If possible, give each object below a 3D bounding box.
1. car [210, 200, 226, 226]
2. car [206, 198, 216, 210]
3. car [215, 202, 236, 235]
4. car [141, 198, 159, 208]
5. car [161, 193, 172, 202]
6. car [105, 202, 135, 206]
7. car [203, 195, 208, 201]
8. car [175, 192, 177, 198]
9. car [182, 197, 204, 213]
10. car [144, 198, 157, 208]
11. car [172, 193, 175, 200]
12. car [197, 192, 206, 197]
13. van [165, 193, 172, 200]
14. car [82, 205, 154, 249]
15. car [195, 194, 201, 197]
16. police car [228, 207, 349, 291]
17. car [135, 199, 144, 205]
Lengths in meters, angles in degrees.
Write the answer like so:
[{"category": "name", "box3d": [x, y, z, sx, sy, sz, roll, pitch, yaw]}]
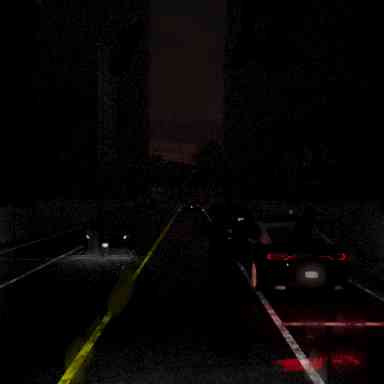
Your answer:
[{"category": "car", "box3d": [2.698, 1.549, 25.715, 1.947, 1.339, 4.313, -1, 0, 0]}, {"category": "car", "box3d": [2.687, 1.528, 30.917, 2.008, 1.369, 4.403, -1, 0, 0]}, {"category": "car", "box3d": [2.709, 1.555, 20.512, 1.947, 1.339, 4.313, -1, 0, 0]}, {"category": "car", "box3d": [-5.871, 1.514, 46.510, 1.947, 1.339, 4.313, -1, 0, 0]}, {"category": "car", "box3d": [-5.927, 1.455, 73.480, 1.802, 1.307, 4.206, -1, 0, 0]}, {"category": "car", "box3d": [-5.826, 1.529, 24.998, 1.887, 1.381, 4.507, -1, 0, 0]}, {"category": "car", "box3d": [2.665, 1.485, 41.493, 1.752, 1.417, 4.829, -1, 0, 0]}, {"category": "car", "box3d": [-5.966, 1.123, 90.519, 2.192, 1.841, 5.009, -1, 0, 0]}, {"category": "car", "box3d": [-0.015, 1.532, 36.514, 1.994, 1.385, 4.181, 0, 0, 1]}, {"category": "car", "box3d": [-5.860, 1.511, 41.131, 2.008, 1.369, 4.403, -1, 0, 0]}, {"category": "car", "box3d": [-5.942, 1.168, 79.159, 2.192, 1.841, 5.009, -1, 0, 0]}, {"category": "car", "box3d": [2.597, 1.398, 73.676, 1.752, 1.417, 4.829, -1, 0, 0]}, {"category": "van", "box3d": [-5.954, 1.172, 84.840, 1.690, 1.788, 3.998, -1, 0, 0]}, {"category": "car", "box3d": [-3.132, 1.540, 14.693, 2.033, 1.411, 5.357, 0, 0, 0]}, {"category": "car", "box3d": [-0.054, 1.453, 46.435, 1.837, 1.490, 4.892, 0, 0, 1]}, {"category": "police car", "box3d": [2.347, 1.421, 9.129, 1.930, 1.638, 5.238, 0, 0, 0]}, {"category": "car", "box3d": [-5.837, 1.560, 30.375, 1.802, 1.307, 4.206, -1, 0, 0]}]
